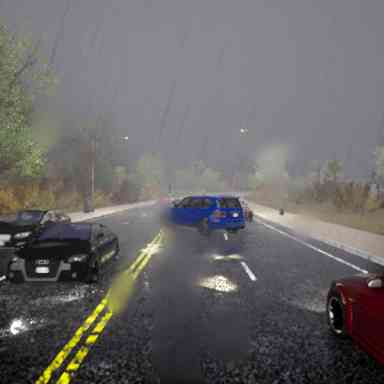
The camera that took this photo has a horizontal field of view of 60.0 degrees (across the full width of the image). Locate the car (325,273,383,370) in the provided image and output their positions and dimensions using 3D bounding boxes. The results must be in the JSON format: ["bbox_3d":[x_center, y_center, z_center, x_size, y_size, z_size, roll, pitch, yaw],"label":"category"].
[{"bbox_3d":[3.223,1.562,3.908,1.994,1.385,4.181,0,0,0],"label":"car"}]

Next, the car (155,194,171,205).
[{"bbox_3d":[-4.854,1.257,56.400,2.097,1.767,4.553,0,0,4],"label":"car"}]

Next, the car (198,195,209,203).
[{"bbox_3d":[2.259,1.373,63.160,1.837,1.490,4.892,0,-1,6],"label":"car"}]

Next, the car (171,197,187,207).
[{"bbox_3d":[-1.965,1.519,51.089,1.895,1.301,4.718,0,0,4],"label":"car"}]

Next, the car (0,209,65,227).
[{"bbox_3d":[-6.570,1.485,13.820,2.128,1.511,4.902,0,0,1],"label":"car"}]

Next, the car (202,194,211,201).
[{"bbox_3d":[3.477,1.309,77.019,1.837,1.490,4.892,0,0,6],"label":"car"}]

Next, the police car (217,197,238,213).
[{"bbox_3d":[3.866,1.376,36.787,1.930,1.638,5.238,0,0,2],"label":"police car"}]

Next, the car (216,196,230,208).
[{"bbox_3d":[4.412,1.424,47.590,1.837,1.490,4.892,0,0,3],"label":"car"}]

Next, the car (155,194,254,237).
[{"bbox_3d":[0.455,1.211,18.432,2.150,2.045,5.566,0,1,-39],"label":"car"}]

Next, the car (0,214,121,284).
[{"bbox_3d":[-3.350,1.559,9.451,1.994,1.385,4.181,0,0,0],"label":"car"}]

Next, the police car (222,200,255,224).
[{"bbox_3d":[3.480,1.480,25.759,2.038,1.542,4.974,0,0,2],"label":"police car"}]
